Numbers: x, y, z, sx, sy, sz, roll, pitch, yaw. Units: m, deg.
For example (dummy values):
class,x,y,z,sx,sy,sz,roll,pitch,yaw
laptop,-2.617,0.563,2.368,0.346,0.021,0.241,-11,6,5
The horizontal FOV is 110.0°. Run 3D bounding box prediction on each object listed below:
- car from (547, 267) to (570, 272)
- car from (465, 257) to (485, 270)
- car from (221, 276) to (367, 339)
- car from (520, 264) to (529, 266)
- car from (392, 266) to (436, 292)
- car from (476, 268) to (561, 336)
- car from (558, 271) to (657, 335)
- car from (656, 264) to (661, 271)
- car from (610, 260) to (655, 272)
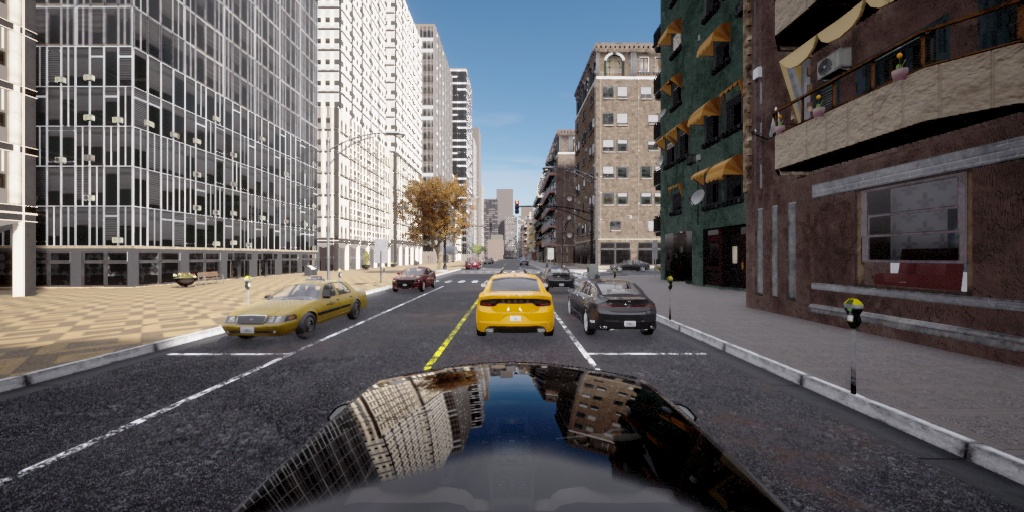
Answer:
class,x,y,z,sx,sy,sz,roll,pitch,yaw
car,2.654,1.305,21.382,2.007,1.370,4.403,0,0,0
car,-5.784,1.099,53.755,2.192,1.841,5.009,0,0,0
car,-5.706,1.276,10.132,1.751,1.417,4.829,0,0,0
car,0.066,1.355,20.689,1.895,1.301,4.718,0,0,0
car,-5.726,1.300,21.367,1.888,1.381,4.507,0,0,0
car,0.073,1.228,10.410,1.882,1.535,5.008,0,0,0
car,2.674,1.301,10.316,2.007,1.370,4.403,0,0,0
car,18.763,1.006,40.881,4.829,1.417,1.751,0,0,-1
car,13.366,1.109,40.817,4.403,1.370,2.007,0,0,-1
